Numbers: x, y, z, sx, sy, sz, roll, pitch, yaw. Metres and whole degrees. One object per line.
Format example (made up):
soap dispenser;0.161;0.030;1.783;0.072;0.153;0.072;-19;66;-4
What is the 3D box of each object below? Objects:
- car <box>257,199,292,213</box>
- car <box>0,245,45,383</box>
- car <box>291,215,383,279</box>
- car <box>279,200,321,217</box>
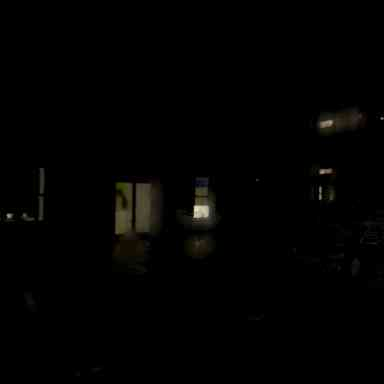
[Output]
car;10.628;1.768;43.160;1.967;1.590;4.097;1;-1;-35
car;-3.978;1.439;3.702;4.097;1.590;1.967;0;1;-35
car;4.826;1.554;9.983;4.403;1.369;2.008;0;1;-35
car;9.337;1.621;29.931;1.887;1.381;4.507;1;-1;-35
